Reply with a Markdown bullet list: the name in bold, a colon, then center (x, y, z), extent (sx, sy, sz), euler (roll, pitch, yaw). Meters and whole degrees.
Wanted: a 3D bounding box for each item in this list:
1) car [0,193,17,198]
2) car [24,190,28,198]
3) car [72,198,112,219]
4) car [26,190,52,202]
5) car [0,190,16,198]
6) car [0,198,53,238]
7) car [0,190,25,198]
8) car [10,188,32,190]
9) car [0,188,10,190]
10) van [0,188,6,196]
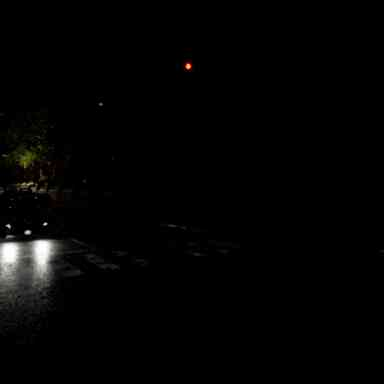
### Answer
- **car**: center (-14.201, 1.043, 23.998), extent (1.812, 1.442, 4.674), euler (0, 1, -36)
- **car**: center (-20.414, 0.773, 42.381), extent (1.947, 1.339, 4.313), euler (1, 0, -36)
- **car**: center (-7.483, 1.120, 24.608), extent (1.752, 1.417, 4.829), euler (1, 0, -36)
- **car**: center (-17.155, 0.855, 37.903), extent (2.008, 1.369, 4.403), euler (1, 0, -36)
- **car**: center (-33.442, 0.372, 60.291), extent (2.008, 1.369, 4.403), euler (1, 0, -36)
- **car**: center (-8.355, 1.242, 15.940), extent (2.033, 1.411, 5.357), euler (0, 1, -36)
- **car**: center (-21.592, 0.791, 39.576), extent (1.994, 1.385, 4.181), euler (0, 1, -36)
- **car**: center (-23.664, 0.425, 46.859), extent (2.192, 1.841, 5.009), euler (1, 0, -36)
- **car**: center (-30.178, 0.233, 55.813), extent (2.192, 1.841, 5.009), euler (1, 0, -36)
- **van**: center (-39.951, -0.029, 69.246), extent (1.690, 1.788, 3.998), euler (1, 0, -36)
